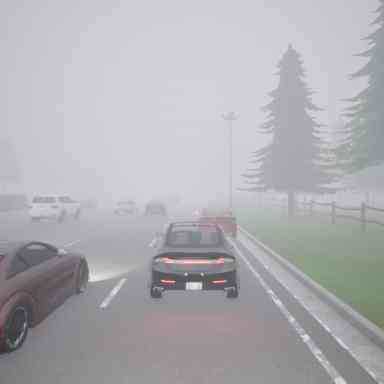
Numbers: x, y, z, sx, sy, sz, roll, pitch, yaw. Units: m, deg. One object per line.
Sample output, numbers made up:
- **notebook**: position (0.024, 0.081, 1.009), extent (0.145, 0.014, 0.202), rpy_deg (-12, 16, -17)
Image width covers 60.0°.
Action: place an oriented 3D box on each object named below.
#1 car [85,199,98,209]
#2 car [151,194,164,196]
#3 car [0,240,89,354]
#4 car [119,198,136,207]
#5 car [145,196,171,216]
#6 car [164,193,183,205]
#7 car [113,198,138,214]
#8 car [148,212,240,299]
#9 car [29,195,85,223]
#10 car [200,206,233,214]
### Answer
- **car**: position (-13.876, 1.564, 43.937), extent (1.994, 1.385, 4.181), rpy_deg (0, 0, 0)
- **car**: position (-6.898, 1.504, 71.063), extent (2.128, 1.511, 4.902), rpy_deg (0, 0, 0)
- **car**: position (-3.396, 1.564, 6.107), extent (1.994, 1.385, 4.181), rpy_deg (0, 0, 0)
- **car**: position (-10.370, 1.601, 53.904), extent (1.895, 1.301, 4.718), rpy_deg (0, 0, 0)
- **car**: position (-3.382, 1.477, 32.253), extent (1.882, 1.535, 5.008), rpy_deg (0, 0, 0)
- **car**: position (-3.367, 1.223, 61.049), extent (2.150, 2.045, 5.566), rpy_deg (0, 0, 0)
- **car**: position (-6.881, 1.601, 34.960), extent (1.895, 1.301, 4.718), rpy_deg (0, 0, 0)
- **car**: position (0.057, 1.492, 8.457), extent (2.128, 1.511, 4.902), rpy_deg (0, 0, 0)
- **car**: position (-10.387, 1.221, 25.610), extent (2.150, 2.045, 5.566), rpy_deg (0, 0, 0)
- **car**: position (1.234, 1.478, 17.799), extent (1.882, 1.535, 5.008), rpy_deg (0, 0, 0)
